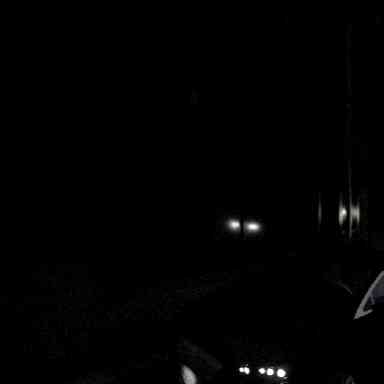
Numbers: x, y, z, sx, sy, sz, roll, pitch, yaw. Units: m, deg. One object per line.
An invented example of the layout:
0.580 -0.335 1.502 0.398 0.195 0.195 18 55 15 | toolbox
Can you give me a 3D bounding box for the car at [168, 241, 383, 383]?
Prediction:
2.049 1.493 4.457 4.902 1.511 2.128 0 0 -32 | car
